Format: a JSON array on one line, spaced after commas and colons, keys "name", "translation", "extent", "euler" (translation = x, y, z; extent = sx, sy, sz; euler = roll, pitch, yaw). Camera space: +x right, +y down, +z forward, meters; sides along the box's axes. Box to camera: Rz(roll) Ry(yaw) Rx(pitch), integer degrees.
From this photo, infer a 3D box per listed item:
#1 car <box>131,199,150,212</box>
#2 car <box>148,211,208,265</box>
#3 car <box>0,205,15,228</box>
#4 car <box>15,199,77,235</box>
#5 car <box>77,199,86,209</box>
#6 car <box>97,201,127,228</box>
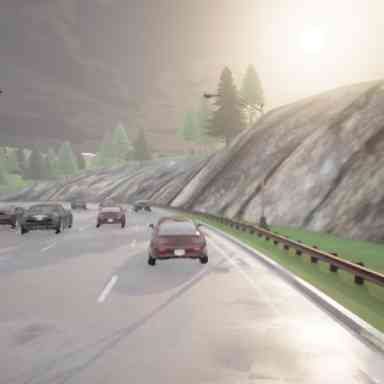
[{"name": "car", "translation": [-6.452, 1.686, 41.750], "extent": [1.837, 1.490, 4.892], "euler": [0, 0, -17]}, {"name": "car", "translation": [-0.562, 1.568, 11.870], "extent": [1.812, 1.442, 4.674], "euler": [0, 0, -5]}, {"name": "car", "translation": [-12.745, 1.676, 23.225], "extent": [1.837, 1.490, 4.892], "euler": [0, 0, -11]}, {"name": "car", "translation": [-8.659, 1.482, 20.255], "extent": [2.097, 1.767, 4.553], "euler": [-1, 0, -9]}, {"name": "car", "translation": [-16.826, 1.774, 49.015], "extent": [2.128, 1.511, 4.902], "euler": [0, 0, -26]}, {"name": "car", "translation": [-5.640, 1.643, 23.508], "extent": [1.812, 1.442, 4.674], "euler": [0, 0, -11]}]
